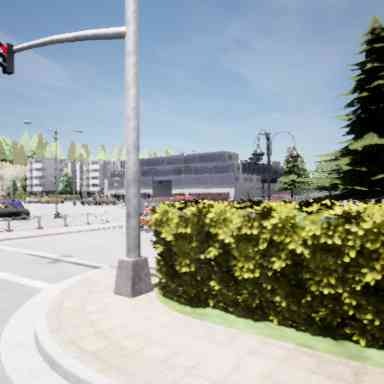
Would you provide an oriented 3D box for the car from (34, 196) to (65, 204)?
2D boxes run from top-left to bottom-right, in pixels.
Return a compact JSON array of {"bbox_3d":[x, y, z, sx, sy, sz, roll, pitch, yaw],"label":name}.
[{"bbox_3d":[-28.536,1.637,67.610,2.152,1.636,5.027,-1,0,35],"label":"car"}]

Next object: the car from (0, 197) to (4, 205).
[{"bbox_3d":[-41.022,1.855,67.438,2.007,1.523,4.514,-1,0,35],"label":"car"}]

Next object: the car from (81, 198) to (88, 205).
[{"bbox_3d":[-18.107,1.464,60.199,1.905,1.878,3.866,-1,0,35],"label":"car"}]

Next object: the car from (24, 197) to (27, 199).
[{"bbox_3d":[-23.301,1.651,41.639,1.845,1.501,3.633,-1,0,35],"label":"car"}]

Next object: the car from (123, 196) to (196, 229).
[{"bbox_3d":[-1.640,1.333,21.981,2.150,2.045,5.566,-1,0,35],"label":"car"}]

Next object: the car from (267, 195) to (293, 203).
[{"bbox_3d":[10.159,1.341,38.840,2.150,2.045,5.566,-1,0,33],"label":"car"}]

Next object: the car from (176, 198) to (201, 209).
[{"bbox_3d":[-0.430,1.599,47.974,1.845,1.501,3.633,-1,0,35],"label":"car"}]

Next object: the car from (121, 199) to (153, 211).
[{"bbox_3d":[-7.158,1.629,43.651,1.970,1.475,3.806,-1,0,35],"label":"car"}]

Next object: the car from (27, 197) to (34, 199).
[{"bbox_3d":[-33.954,1.764,71.063,1.970,1.475,3.806,-1,0,35],"label":"car"}]

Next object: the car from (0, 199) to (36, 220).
[{"bbox_3d":[-15.503,1.556,26.747,2.007,1.523,4.514,-1,0,35],"label":"car"}]

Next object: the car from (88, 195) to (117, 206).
[{"bbox_3d":[-15.500,1.463,58.852,1.932,1.855,4.605,-1,0,35],"label":"car"}]
